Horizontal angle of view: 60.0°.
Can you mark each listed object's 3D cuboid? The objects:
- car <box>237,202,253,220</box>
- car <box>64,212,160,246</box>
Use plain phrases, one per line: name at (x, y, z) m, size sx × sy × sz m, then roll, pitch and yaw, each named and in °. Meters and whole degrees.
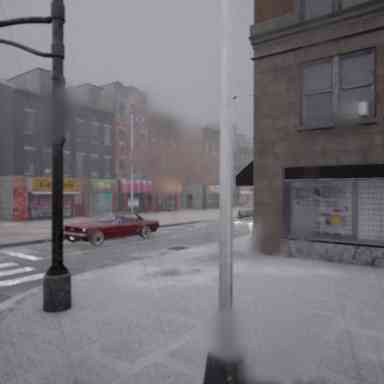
car at (5.619, 1.588, 28.848) m, size 1.837 × 1.490 × 4.892 m, roll 0°, pitch 0°, yaw 35°
car at (-3.739, 1.633, 15.695) m, size 1.895 × 1.301 × 4.718 m, roll 0°, pitch 0°, yaw 35°
